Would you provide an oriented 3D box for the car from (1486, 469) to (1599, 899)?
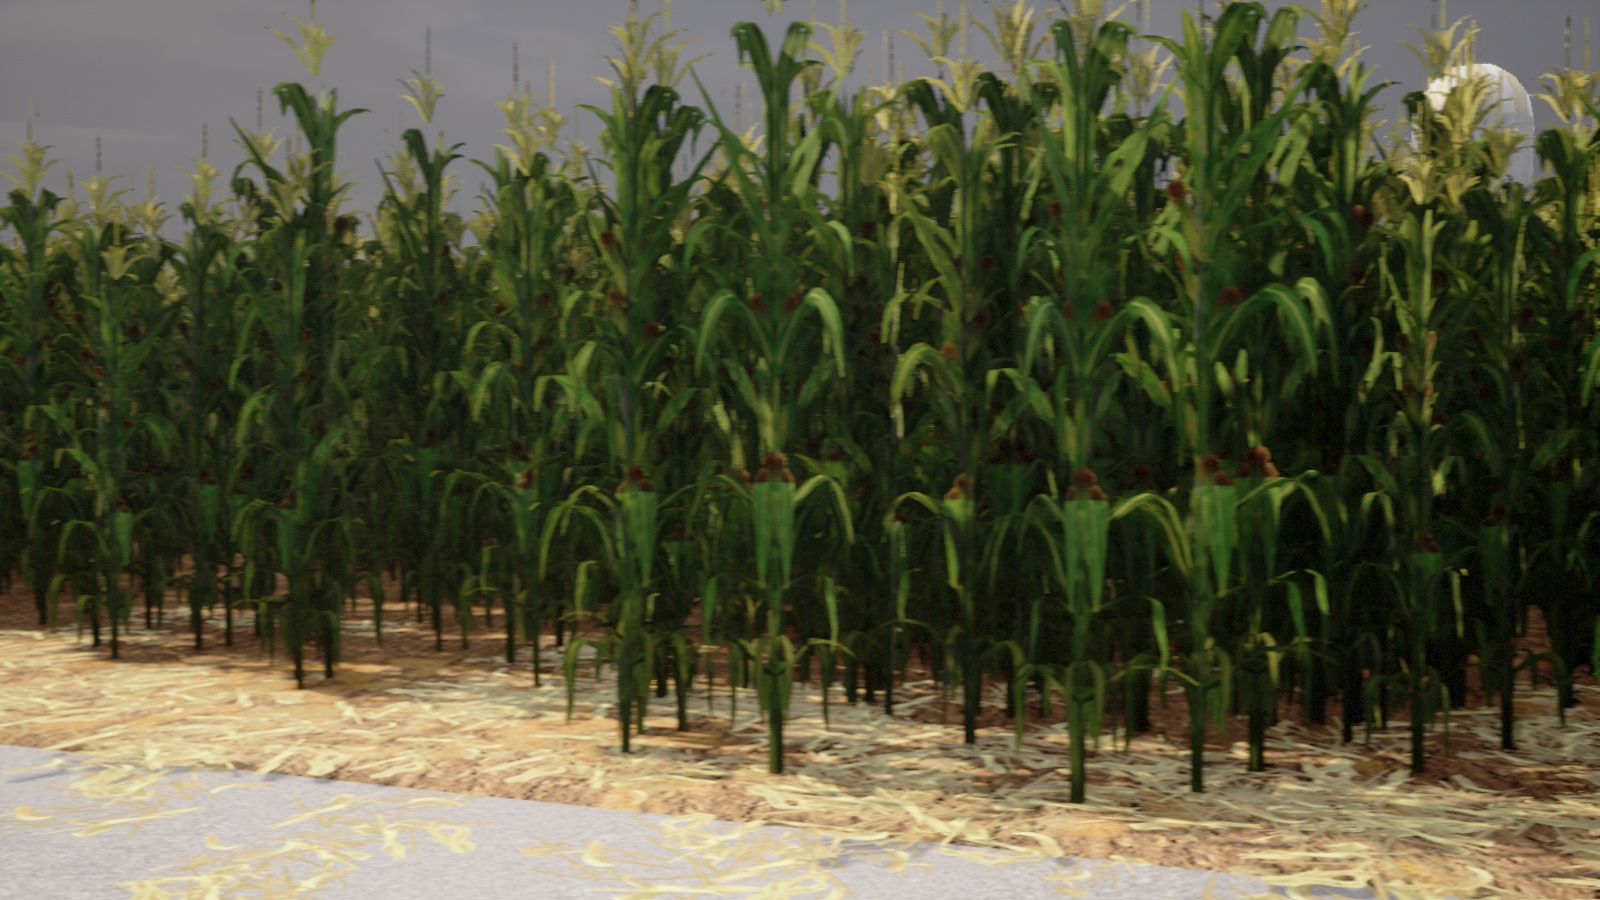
[{"bbox_3d":[3.159,0.821,1.709,3.633,1.501,1.845,0,1,19],"label":"car"}]
